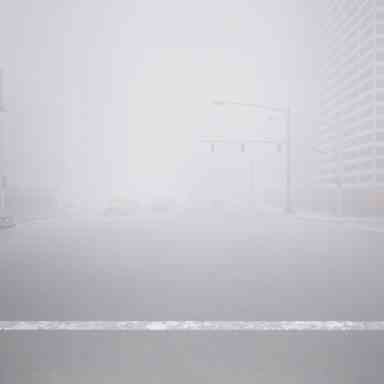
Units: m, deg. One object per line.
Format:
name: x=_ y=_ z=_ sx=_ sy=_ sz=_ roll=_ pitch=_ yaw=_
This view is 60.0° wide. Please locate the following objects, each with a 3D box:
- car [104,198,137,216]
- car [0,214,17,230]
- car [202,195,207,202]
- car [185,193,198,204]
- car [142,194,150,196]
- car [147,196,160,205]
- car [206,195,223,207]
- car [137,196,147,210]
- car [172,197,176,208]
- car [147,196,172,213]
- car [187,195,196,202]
car: x=-7.175 y=1.352 z=32.973 sx=2.097 sy=1.767 sz=4.553 roll=0 pitch=0 yaw=1
car: x=-12.209 y=1.547 z=17.480 sx=5.357 sy=1.411 sz=2.033 roll=0 pitch=0 yaw=0
car: x=3.391 y=1.355 z=73.311 sx=2.097 sy=1.767 sz=4.553 roll=0 pitch=0 yaw=0
car: x=-0.099 y=1.221 z=63.891 sx=2.150 sy=2.045 sz=5.566 roll=0 pitch=0 yaw=0
car: x=-7.168 y=1.526 z=52.279 sx=1.812 sy=1.442 sz=4.674 roll=0 pitch=0 yaw=0
car: x=-7.154 y=1.505 z=62.265 sx=1.837 sy=1.490 sz=4.892 roll=0 pitch=0 yaw=0
car: x=3.518 y=1.526 z=49.926 sx=1.812 sy=1.442 sz=4.674 roll=0 pitch=0 yaw=0
car: x=-7.155 y=1.547 z=42.455 sx=2.033 sy=1.411 sz=5.357 roll=0 pitch=0 yaw=0
car: x=-3.653 y=1.526 z=47.079 sx=1.812 sy=1.442 sz=4.674 roll=0 pitch=0 yaw=0
car: x=-3.640 y=1.505 z=37.844 sx=1.837 sy=1.490 sz=4.892 roll=0 pitch=0 yaw=0
car: x=-0.115 y=1.382 z=74.562 sx=1.994 sy=1.385 sz=4.181 roll=0 pitch=0 yaw=0
